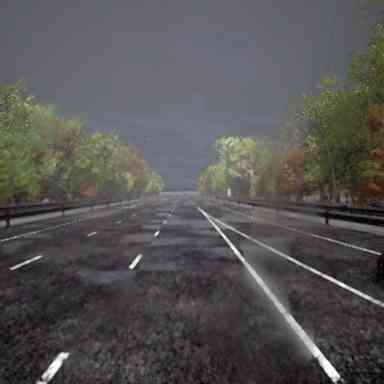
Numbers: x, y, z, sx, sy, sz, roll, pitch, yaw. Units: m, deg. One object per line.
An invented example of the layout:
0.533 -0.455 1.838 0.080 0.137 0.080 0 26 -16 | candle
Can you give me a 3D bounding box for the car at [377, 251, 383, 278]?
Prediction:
5.599 1.507 6.175 1.837 1.490 4.892 0 0 -6 | car
